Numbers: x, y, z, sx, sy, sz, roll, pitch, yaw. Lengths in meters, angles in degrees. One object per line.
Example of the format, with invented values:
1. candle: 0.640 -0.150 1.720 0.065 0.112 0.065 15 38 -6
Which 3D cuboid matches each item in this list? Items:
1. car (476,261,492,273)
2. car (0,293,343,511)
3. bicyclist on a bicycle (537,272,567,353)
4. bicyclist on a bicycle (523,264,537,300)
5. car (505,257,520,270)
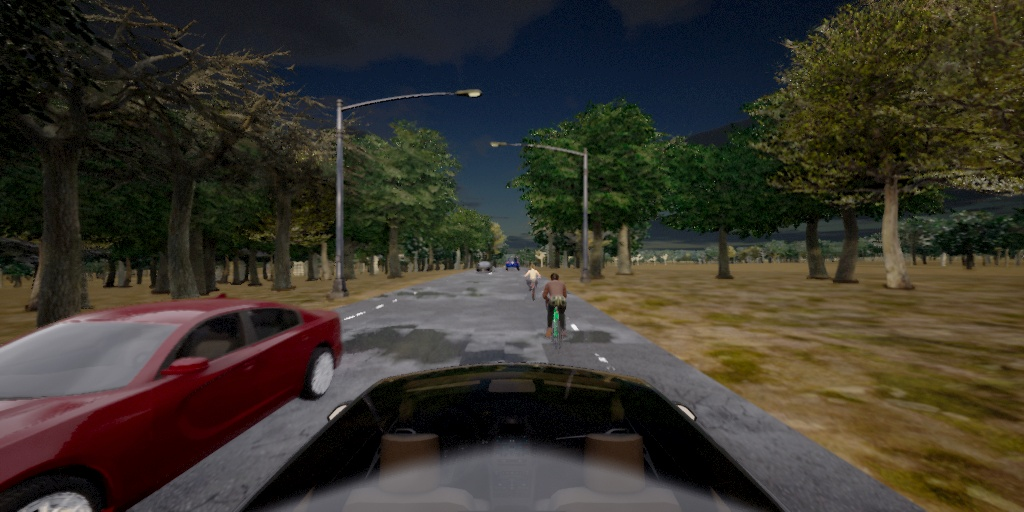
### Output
1. car: -3.593 1.414 46.669 1.882 1.535 5.008 0 -1 0
2. car: -3.600 1.228 3.623 1.882 1.535 5.008 0 0 0
3. bicyclist on a bicycle: 0.961 1.204 7.911 0.582 1.620 1.656 0 0 0
4. bicyclist on a bicycle: 0.958 1.195 16.649 0.866 1.612 1.509 0 0 0
5. car: 0.099 1.302 60.193 2.150 2.045 5.566 0 -2 0
